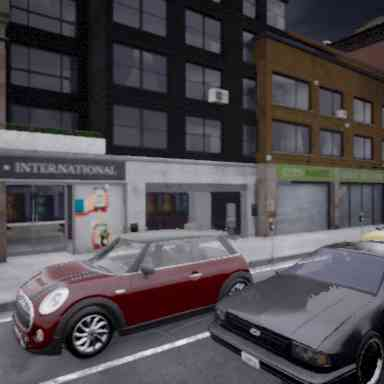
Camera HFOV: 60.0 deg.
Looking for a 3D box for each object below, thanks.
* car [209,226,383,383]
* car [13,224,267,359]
[{"bbox_3d":[2.841,1.562,5.399,5.357,1.411,2.033,0,0,-35],"label":"car"},{"bbox_3d":[-0.873,1.446,5.919,4.097,1.590,1.967,0,-1,-36],"label":"car"}]
